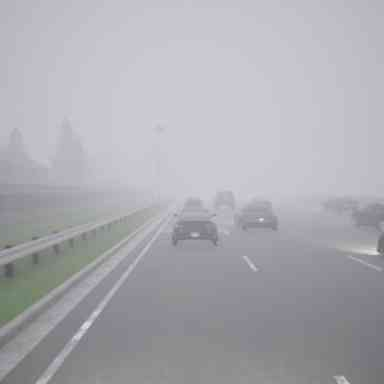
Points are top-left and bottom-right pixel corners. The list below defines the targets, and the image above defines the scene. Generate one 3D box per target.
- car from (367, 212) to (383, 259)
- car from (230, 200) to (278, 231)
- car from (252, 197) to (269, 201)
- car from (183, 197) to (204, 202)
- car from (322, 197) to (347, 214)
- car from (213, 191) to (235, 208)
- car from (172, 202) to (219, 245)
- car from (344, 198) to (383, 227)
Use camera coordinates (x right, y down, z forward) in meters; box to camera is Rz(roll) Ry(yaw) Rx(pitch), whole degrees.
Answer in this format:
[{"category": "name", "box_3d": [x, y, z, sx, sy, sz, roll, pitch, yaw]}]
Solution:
[{"category": "car", "box_3d": [7.114, 1.489, 9.342, 1.994, 1.385, 4.181, 0, 0, 0]}, {"category": "car", "box_3d": [3.630, 1.408, 19.424, 1.994, 1.385, 4.181, 0, 1, 0]}, {"category": "car", "box_3d": [7.141, 1.245, 34.939, 1.812, 1.442, 4.674, 0, 0, 0]}, {"category": "car", "box_3d": [0.152, 1.236, 33.266, 1.837, 1.490, 4.892, 0, 0, 0]}, {"category": "car", "box_3d": [14.148, 1.236, 31.990, 2.128, 1.511, 4.902, 0, 0, 0]}, {"category": "car", "box_3d": [3.660, 0.913, 38.220, 2.150, 2.045, 5.566, 0, 0, 0]}, {"category": "car", "box_3d": [0.122, 1.405, 14.802, 1.812, 1.442, 4.674, 0, 0, 0]}, {"category": "car", "box_3d": [10.628, 1.331, 18.297, 1.882, 1.535, 5.008, 0, 0, 0]}]
